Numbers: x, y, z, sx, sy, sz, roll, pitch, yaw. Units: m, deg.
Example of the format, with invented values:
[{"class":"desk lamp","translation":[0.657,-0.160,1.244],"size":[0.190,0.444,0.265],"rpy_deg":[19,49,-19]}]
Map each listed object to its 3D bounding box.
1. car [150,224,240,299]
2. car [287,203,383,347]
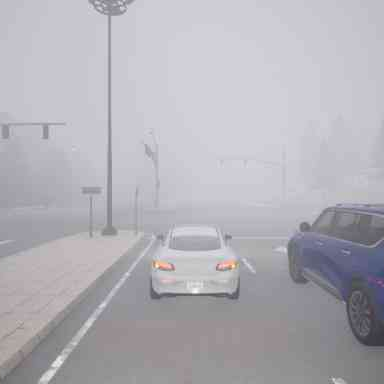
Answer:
[{"class":"car","translation":[0.062,1.526,8.300],"size":[1.812,1.442,4.674],"rpy_deg":[0,0,0]},{"class":"car","translation":[3.553,1.221,6.454],"size":[2.150,2.045,5.566],"rpy_deg":[0,0,1]}]
